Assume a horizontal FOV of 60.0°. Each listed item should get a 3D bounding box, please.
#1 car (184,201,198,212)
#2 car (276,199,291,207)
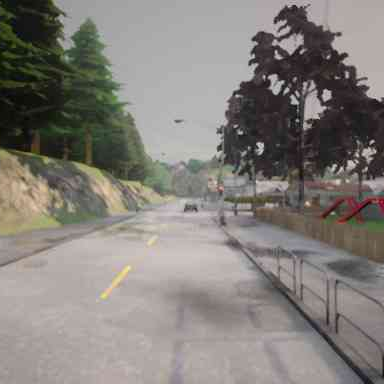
[{"bbox_3d":[-0.151,2.043,46.157,1.812,1.442,4.674,0,-1,-1],"label":"car"},{"bbox_3d":[15.483,1.933,56.935,1.994,1.381,4.181,0,-1,0],"label":"car"}]
